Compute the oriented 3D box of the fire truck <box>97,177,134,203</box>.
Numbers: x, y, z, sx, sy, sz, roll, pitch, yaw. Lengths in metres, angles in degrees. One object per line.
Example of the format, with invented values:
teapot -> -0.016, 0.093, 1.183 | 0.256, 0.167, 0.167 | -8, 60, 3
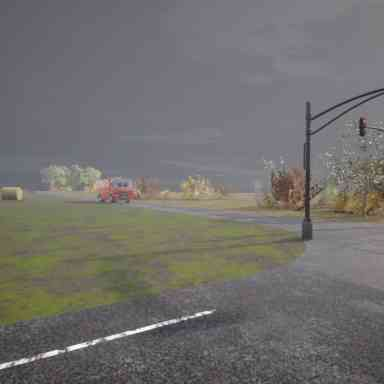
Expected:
fire truck -> -11.716, -0.355, 50.059 | 2.891, 3.827, 8.468 | 1, 0, -32
